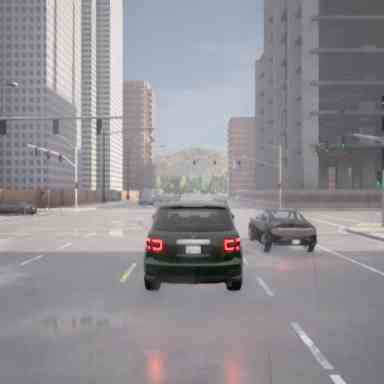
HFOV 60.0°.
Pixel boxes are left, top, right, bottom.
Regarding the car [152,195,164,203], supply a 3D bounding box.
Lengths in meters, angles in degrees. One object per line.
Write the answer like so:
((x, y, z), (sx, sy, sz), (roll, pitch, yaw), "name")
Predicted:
((-7.033, 1.466, 68.501), (1.837, 1.490, 4.892), (0, 1, 1), "car")

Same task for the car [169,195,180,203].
((-3.534, 1.465, 68.486), (1.837, 1.490, 4.892), (0, 1, 1), "car")

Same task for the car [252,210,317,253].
((3.540, 1.485, 13.726), (2.128, 1.511, 4.902), (0, 0, 0), "car")

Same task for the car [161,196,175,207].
((-3.815, 1.479, 53.348), (1.837, 1.490, 4.892), (0, 0, 1), "car")

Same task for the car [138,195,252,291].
((0.034, 1.217, 9.149), (2.150, 2.045, 5.566), (0, 0, 0), "car")

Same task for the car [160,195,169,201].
((-6.826, 1.451, 83.599), (1.895, 1.301, 4.718), (0, 0, 1), "car")

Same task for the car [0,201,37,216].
((-17.210, 1.548, 32.010), (4.181, 1.385, 1.994), (0, 0, 3), "car")

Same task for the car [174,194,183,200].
((-3.321, 1.273, 83.940), (1.994, 1.385, 4.181), (0, 0, 1), "car")

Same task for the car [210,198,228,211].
((3.301, 1.484, 42.018), (1.837, 1.490, 4.892), (0, 0, 0), "car")

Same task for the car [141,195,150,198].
((-7.314, 1.326, 53.353), (2.097, 1.767, 4.553), (0, 0, 1), "car")
